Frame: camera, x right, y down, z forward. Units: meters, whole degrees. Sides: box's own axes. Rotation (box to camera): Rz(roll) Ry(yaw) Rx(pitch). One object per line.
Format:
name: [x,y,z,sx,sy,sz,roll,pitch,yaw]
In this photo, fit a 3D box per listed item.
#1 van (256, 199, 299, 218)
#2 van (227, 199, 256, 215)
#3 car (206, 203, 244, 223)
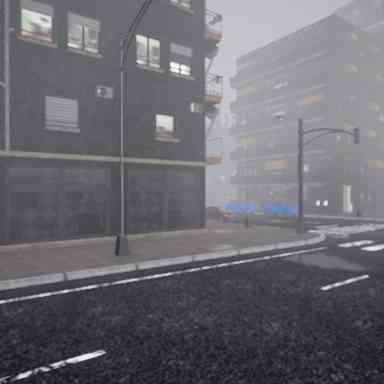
van: [8.903,1.606,33.806,1.690,1.788,3.998,-1,0,-36]
van: [5.593,1.680,38.325,1.690,1.788,3.998,-1,0,-36]
car: [2.158,1.877,28.895,1.802,1.307,4.206,-1,0,-36]
